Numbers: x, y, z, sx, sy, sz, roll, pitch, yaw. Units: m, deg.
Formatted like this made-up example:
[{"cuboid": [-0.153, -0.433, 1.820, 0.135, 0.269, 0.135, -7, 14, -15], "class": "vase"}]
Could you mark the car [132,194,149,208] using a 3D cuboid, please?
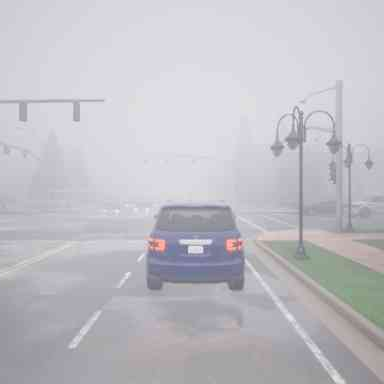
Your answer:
[{"cuboid": [-7.045, 1.474, 48.997, 1.882, 1.535, 5.008, 0, 0, 0], "class": "car"}]

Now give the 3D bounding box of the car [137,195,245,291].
[{"cuboid": [0.087, 1.221, 9.185, 2.150, 2.045, 5.566, 0, 0, 0], "class": "car"}]

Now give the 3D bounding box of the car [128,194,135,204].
[{"cuboid": [-10.529, 1.559, 58.120, 1.994, 1.385, 4.181, 0, 0, 0], "class": "car"}]

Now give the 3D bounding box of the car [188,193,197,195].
[{"cuboid": [0.061, 1.539, 77.933, 1.994, 1.385, 4.181, 0, 0, 0], "class": "car"}]

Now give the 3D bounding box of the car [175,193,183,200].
[{"cuboid": [-3.432, 1.204, 87.778, 2.097, 1.767, 4.553, 0, 0, 0], "class": "car"}]

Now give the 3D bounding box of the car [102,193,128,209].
[{"cuboid": [-10.557, 1.351, 44.927, 2.097, 1.767, 4.553, 0, 0, 0], "class": "car"}]

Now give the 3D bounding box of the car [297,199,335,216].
[{"cuboid": [12.764, 1.501, 32.290, 4.892, 1.490, 1.837, 0, 0, -1], "class": "car"}]

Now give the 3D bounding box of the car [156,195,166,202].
[{"cuboid": [-6.941, 1.495, 75.321, 1.837, 1.490, 4.892, 0, 0, 0], "class": "car"}]

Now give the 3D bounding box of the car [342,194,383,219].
[{"cuboid": [16.211, 1.220, 28.810, 5.566, 2.045, 2.150, 0, 0, -1], "class": "car"}]
